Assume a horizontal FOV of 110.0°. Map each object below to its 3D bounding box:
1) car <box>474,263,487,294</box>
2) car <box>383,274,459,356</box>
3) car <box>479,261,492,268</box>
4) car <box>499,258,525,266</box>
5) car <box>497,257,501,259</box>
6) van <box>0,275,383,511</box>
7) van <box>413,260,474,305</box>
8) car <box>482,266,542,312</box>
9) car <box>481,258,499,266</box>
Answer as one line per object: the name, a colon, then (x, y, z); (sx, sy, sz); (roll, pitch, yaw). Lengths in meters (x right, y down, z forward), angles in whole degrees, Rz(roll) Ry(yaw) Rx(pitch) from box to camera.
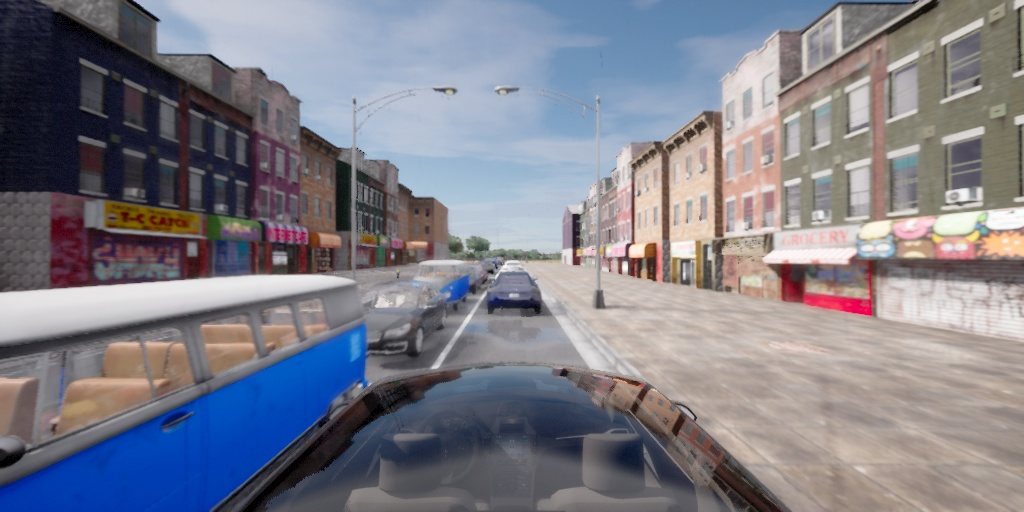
car: (-2.639, 1.238, 19.523); (1.948, 1.339, 4.313); (0, 0, 0)
car: (-2.638, 1.287, 8.429); (2.007, 1.370, 4.403); (0, 0, 0)
car: (-2.639, 1.206, 25.065); (1.802, 1.307, 4.207); (0, 0, 0)
car: (0.083, 1.109, 29.617); (1.812, 1.442, 4.674); (0, 1, 0)
car: (-2.755, 0.945, 46.482); (1.882, 1.535, 5.008); (0, 0, 0)
van: (-2.637, 1.090, 2.881); (1.690, 1.789, 3.998); (0, 0, 0)
van: (-2.638, 1.052, 13.976); (1.690, 1.789, 3.998); (0, 0, 0)
car: (0.084, 1.275, 13.978); (1.994, 1.385, 4.181); (0, 0, 0)
car: (-2.641, 1.098, 36.141); (1.948, 1.339, 4.313); (0, 0, 0)
